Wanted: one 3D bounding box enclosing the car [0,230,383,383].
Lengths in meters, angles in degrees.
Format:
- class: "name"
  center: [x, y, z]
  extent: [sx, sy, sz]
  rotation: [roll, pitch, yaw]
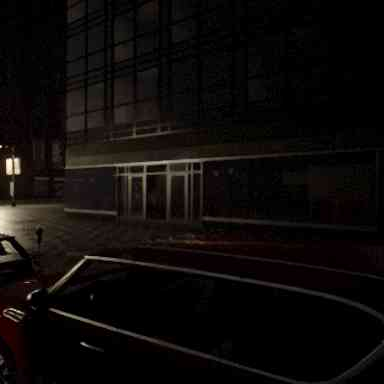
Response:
- class: "car"
  center: [-0.089, 1.315, 3.136]
  extent: [5.009, 1.841, 2.192]
  rotation: [0, 0, 35]
